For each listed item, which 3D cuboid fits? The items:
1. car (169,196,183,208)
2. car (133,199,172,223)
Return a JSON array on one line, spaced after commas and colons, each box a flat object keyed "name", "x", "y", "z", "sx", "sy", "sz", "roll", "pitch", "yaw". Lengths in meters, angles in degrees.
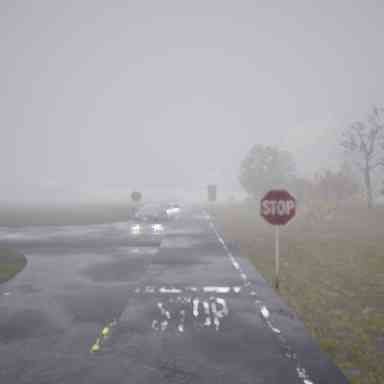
[{"name": "car", "x": -2.760, "y": 1.605, "z": 48.734, "sx": 2.128, "sy": 1.511, "sz": 4.902, "roll": 0, "pitch": 1, "yaw": 0}, {"name": "car", "x": -3.066, "y": 1.615, "z": 25.945, "sx": 1.812, "sy": 1.442, "sz": 4.674, "roll": 0, "pitch": 1, "yaw": 7}]
